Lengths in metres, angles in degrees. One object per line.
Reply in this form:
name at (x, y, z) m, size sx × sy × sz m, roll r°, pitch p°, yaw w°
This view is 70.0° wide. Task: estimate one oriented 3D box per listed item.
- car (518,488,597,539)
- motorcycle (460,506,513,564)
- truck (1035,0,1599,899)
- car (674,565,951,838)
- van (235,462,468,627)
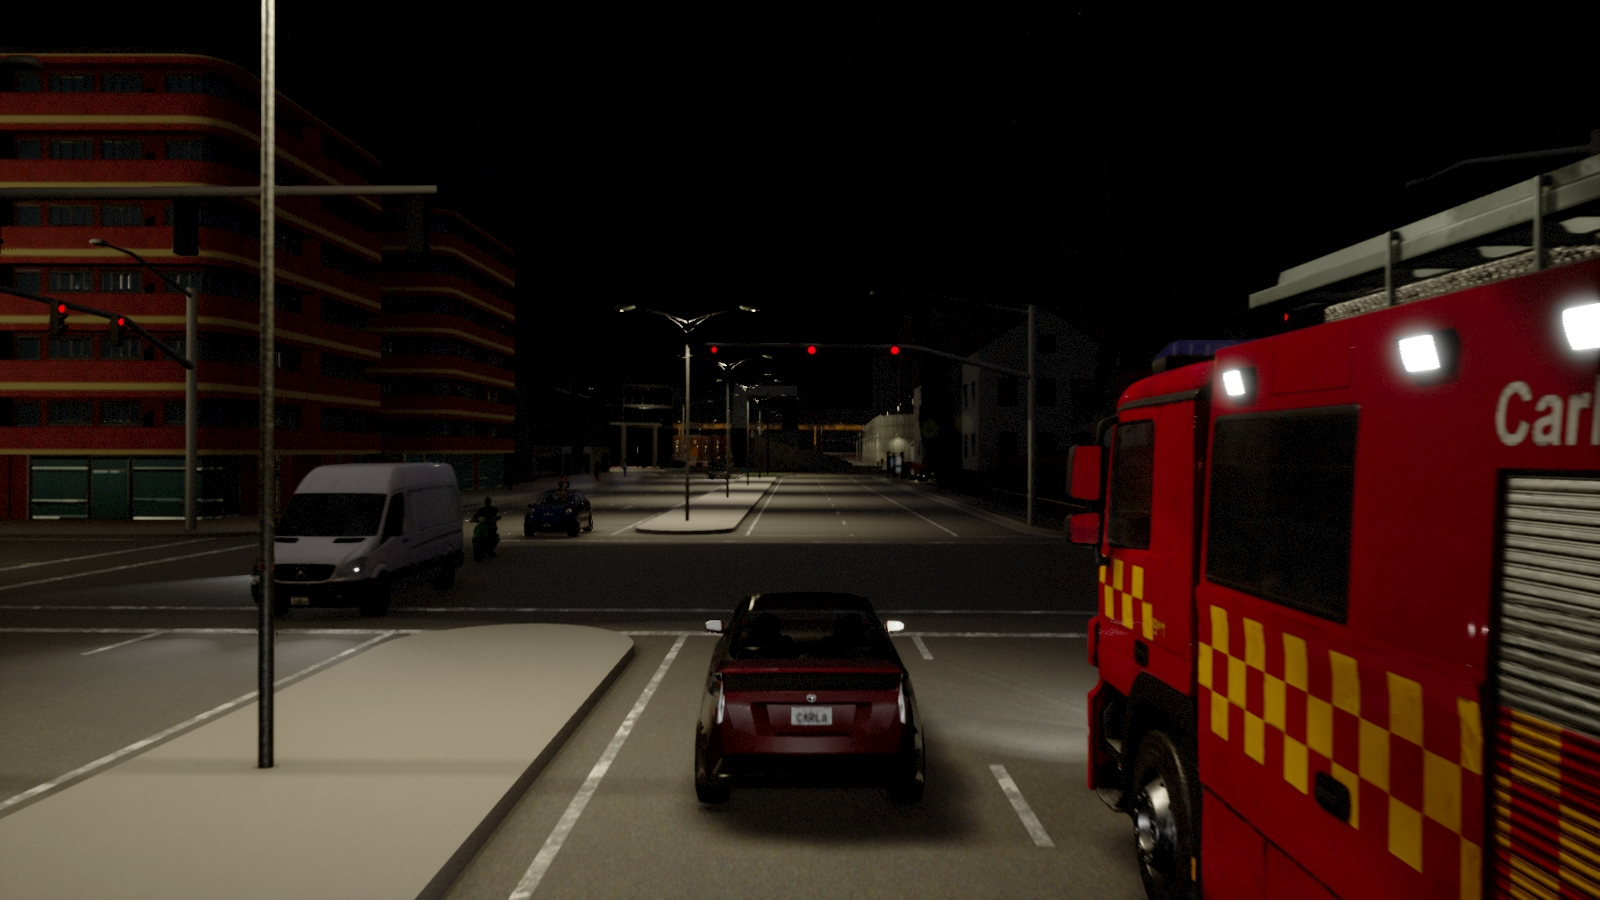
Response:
car at (-8.018, 2.063, 38.040) m, size 1.845 × 1.501 × 3.633 m, roll 0°, pitch 0°, yaw 0°
motorcycle at (-8.002, 2.143, 29.218) m, size 0.856 × 1.341 × 1.805 m, roll 0°, pitch 0°, yaw 0°
truck at (3.243, 0.908, 4.516) m, size 2.891 × 3.827 × 8.468 m, roll 0°, pitch 0°, yaw 0°
car at (0.059, 2.055, 10.554) m, size 2.007 × 1.525 × 4.514 m, roll 0°, pitch 0°, yaw -1°
van at (-8.017, 1.538, 21.197) m, size 1.988 × 2.561 × 5.915 m, roll 0°, pitch 0°, yaw 0°
